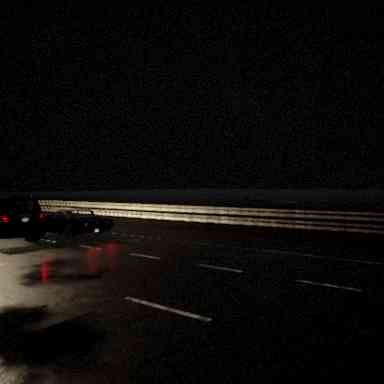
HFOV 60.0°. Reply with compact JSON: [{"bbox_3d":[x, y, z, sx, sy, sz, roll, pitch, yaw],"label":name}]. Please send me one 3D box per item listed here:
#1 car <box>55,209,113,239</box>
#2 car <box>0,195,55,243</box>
[{"bbox_3d":[-6.323,1.530,17.091,4.718,1.301,1.895,0,0,36],"label":"car"},{"bbox_3d":[-8.632,1.149,14.440,5.566,2.045,2.150,1,0,36],"label":"car"}]
